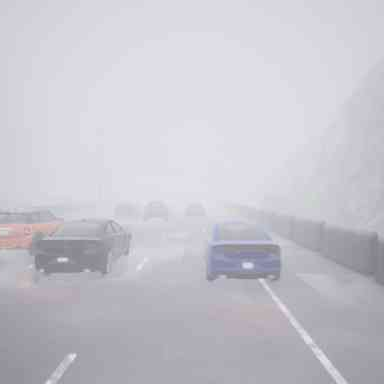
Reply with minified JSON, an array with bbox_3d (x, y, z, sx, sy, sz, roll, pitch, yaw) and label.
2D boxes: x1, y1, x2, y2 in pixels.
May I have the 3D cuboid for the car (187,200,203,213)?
[{"bbox_3d":[0.394,1.833,43.263,2.033,1.411,5.357,0,0,1],"label":"car"}]

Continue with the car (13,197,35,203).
[{"bbox_3d":[-30.970,1.801,61.344,2.097,1.767,4.553,0,0,1],"label":"car"}]

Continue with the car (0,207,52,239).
[{"bbox_3d":[-10.218,1.730,19.686,1.812,1.442,4.674,0,0,0],"label":"car"}]

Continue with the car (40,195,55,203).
[{"bbox_3d":[-27.439,1.677,64.878,2.150,2.045,5.566,0,0,0],"label":"car"}]

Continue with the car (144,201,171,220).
[{"bbox_3d":[-3.126,1.591,30.655,2.097,1.767,4.553,0,0,0],"label":"car"}]

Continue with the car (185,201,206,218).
[{"bbox_3d":[0.349,1.805,33.105,1.994,1.385,4.181,0,0,1],"label":"car"}]

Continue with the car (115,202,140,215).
[{"bbox_3d":[-6.595,1.741,34.278,1.882,1.535,5.008,0,0,0],"label":"car"}]

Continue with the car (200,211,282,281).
[{"bbox_3d":[1.327,1.586,10.241,1.882,1.535,5.008,0,0,0],"label":"car"}]

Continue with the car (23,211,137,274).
[{"bbox_3d":[-3.292,1.603,10.995,1.882,1.535,5.008,0,0,0],"label":"car"}]

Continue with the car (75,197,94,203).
[{"bbox_3d":[-20.447,1.956,64.460,1.812,1.442,4.674,0,0,1],"label":"car"}]

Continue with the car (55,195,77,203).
[{"bbox_3d":[-23.939,1.667,64.849,2.150,2.045,5.566,0,0,0],"label":"car"}]

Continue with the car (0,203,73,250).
[{"bbox_3d":[-6.765,1.513,14.189,2.097,1.767,4.553,0,0,0],"label":"car"}]
